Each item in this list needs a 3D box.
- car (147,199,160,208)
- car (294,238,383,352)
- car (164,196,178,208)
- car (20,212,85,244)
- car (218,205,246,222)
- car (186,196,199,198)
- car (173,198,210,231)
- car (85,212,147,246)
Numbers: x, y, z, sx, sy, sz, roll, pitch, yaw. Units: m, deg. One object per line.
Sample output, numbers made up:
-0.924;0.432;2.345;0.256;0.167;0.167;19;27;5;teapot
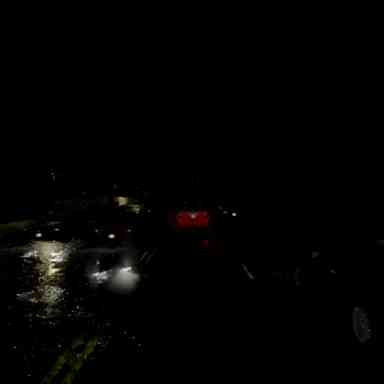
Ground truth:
-6.604;1.954;58.340;2.033;1.411;5.357;0;0;1;car
3.345;1.571;6.102;1.812;1.442;4.674;0;0;0;car
-3.365;1.613;56.082;2.150;2.045;5.566;0;0;0;car
-6.615;1.683;16.378;1.994;1.385;4.181;0;0;0;car
3.325;1.766;28.211;1.994;1.385;4.181;0;0;0;car
0.061;1.509;40.436;2.150;2.045;5.566;0;0;0;car
0.078;1.510;22.136;2.097;1.767;4.553;0;-1;0;car
-3.364;1.680;15.935;1.994;1.385;4.181;0;0;0;car
